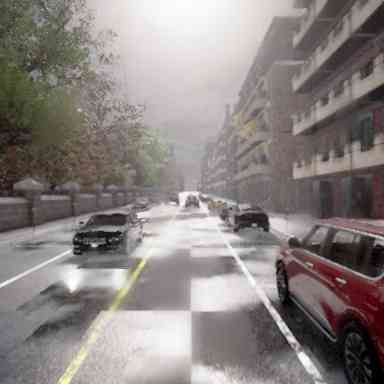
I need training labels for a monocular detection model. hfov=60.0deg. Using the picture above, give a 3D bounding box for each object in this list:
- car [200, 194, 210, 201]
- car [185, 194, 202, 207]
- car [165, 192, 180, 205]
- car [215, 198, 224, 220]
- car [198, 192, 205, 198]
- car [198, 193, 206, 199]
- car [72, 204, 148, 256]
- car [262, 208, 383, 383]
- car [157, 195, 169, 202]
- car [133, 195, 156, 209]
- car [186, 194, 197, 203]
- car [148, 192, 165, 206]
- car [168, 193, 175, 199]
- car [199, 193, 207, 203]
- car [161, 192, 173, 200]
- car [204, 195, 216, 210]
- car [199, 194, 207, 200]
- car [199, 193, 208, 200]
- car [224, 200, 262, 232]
[{"bbox_3d":[2.655,1.199,71.170,1.947,1.339,4.313,1,0,0],"label":"car"},{"bbox_3d":[0.046,1.369,44.968,1.895,1.301,4.718,0,0,0],"label":"car"},{"bbox_3d":[-3.091,0.955,51.784,2.150,2.045,5.566,0,0,0],"label":"car"},{"bbox_3d":[3.130,1.390,26.137,1.812,1.442,4.674,0,0,0],"label":"car"},{"bbox_3d":[2.642,0.960,93.262,1.967,1.590,4.097,1,0,0],"label":"car"},{"bbox_3d":[2.644,1.073,87.909,1.752,1.417,4.829,1,0,0],"label":"car"},{"bbox_3d":[-3.090,1.438,12.961,1.837,1.490,4.892,0,0,0],"label":"car"},{"bbox_3d":[2.704,1.289,4.887,2.192,1.841,5.009,1,0,0],"label":"car"},{"bbox_3d":[-5.721,1.229,65.640,1.947,1.339,4.313,1,0,0],"label":"car"},{"bbox_3d":[-5.703,1.356,38.023,2.008,1.369,4.403,1,0,0],"label":"car"},{"bbox_3d":[-0.036,1.163,61.042,1.882,1.535,5.008,0,0,0],"label":"car"},{"bbox_3d":[-5.705,1.063,49.069,2.192,1.841,5.009,1,0,0],"label":"car"},{"bbox_3d":[-5.740,1.066,93.257,1.887,1.381,4.507,1,0,0],"label":"car"},{"bbox_3d":[2.662,1.256,60.122,1.947,1.339,4.313,1,0,0],"label":"car"},{"bbox_3d":[-5.724,0.921,76.686,2.192,1.841,5.009,1,0,0],"label":"car"},{"bbox_3d":[2.678,1.328,38.198,1.752,1.417,4.829,1,0,0],"label":"car"},{"bbox_3d":[2.648,1.121,82.215,1.887,1.381,4.507,1,0,0],"label":"car"},{"bbox_3d":[2.653,1.045,76.692,1.967,1.590,4.097,1,0,0],"label":"car"},{"bbox_3d":[3.133,1.404,19.135,1.837,1.490,4.892,0,0,0],"label":"car"}]
